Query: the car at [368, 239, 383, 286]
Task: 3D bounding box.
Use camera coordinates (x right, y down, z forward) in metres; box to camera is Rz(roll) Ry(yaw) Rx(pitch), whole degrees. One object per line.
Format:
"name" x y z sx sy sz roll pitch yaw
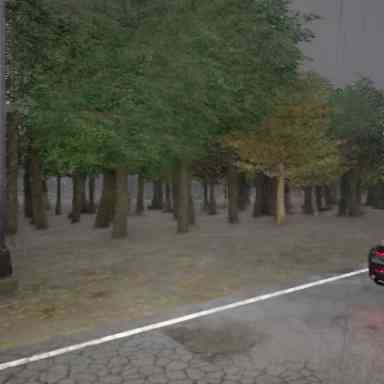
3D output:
"car" 6.212 1.514 8.176 4.892 1.490 1.837 0 0 -36
